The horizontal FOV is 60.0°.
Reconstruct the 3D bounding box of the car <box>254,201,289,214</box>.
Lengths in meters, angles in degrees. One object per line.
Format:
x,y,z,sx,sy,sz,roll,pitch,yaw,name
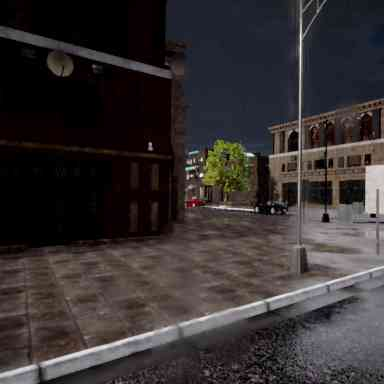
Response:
8.499,1.624,35.983,2.008,1.369,4.403,1,-1,-27,car

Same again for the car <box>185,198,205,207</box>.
0.421,1.621,51.459,1.887,1.381,4.507,1,-1,-27,car
